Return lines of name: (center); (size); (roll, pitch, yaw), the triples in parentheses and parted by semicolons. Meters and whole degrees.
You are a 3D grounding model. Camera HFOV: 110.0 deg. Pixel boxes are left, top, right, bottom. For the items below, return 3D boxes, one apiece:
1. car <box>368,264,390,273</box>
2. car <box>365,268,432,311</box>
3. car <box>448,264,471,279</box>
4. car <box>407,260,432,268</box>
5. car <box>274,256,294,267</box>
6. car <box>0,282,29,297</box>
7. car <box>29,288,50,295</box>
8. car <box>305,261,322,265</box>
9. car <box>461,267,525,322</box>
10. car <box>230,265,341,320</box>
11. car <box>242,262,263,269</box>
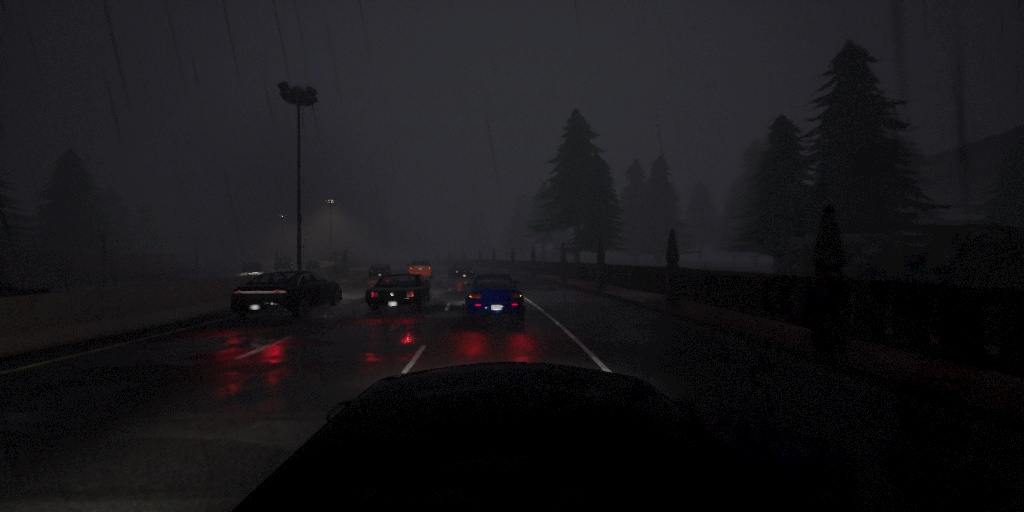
car: (-12.556, 1.394, 34.189); (1.895, 1.301, 4.718); (0, 0, -19)
car: (-4.408, 1.366, 14.644); (1.895, 1.301, 4.718); (0, 0, -7)
car: (-4.622, 1.364, 32.314); (1.895, 1.301, 4.718); (0, 0, -16)
car: (-8.516, 1.130, 32.887); (2.097, 1.767, 4.553); (0, 0, -17)
car: (-32.374, 1.087, 50.973); (2.150, 2.045, 5.566); (0, 0, -32)
car: (-14.480, 1.369, 7.928); (1.994, 1.385, 4.181); (0, 0, -5)
car: (-18.266, 1.420, 11.288); (1.895, 1.301, 4.718); (0, 0, -7)
car: (-27.400, 1.374, 49.426); (1.812, 1.442, 4.674); (0, 0, -30)
car: (-0.683, 1.277, 12.331); (1.812, 1.442, 4.674); (0, 0, -6)
car: (-7.742, 1.270, 12.816); (2.128, 1.511, 4.902); (0, 0, -6)
car: (-34.568, 1.440, 47.806); (1.994, 1.385, 4.181); (0, 0, -31)
